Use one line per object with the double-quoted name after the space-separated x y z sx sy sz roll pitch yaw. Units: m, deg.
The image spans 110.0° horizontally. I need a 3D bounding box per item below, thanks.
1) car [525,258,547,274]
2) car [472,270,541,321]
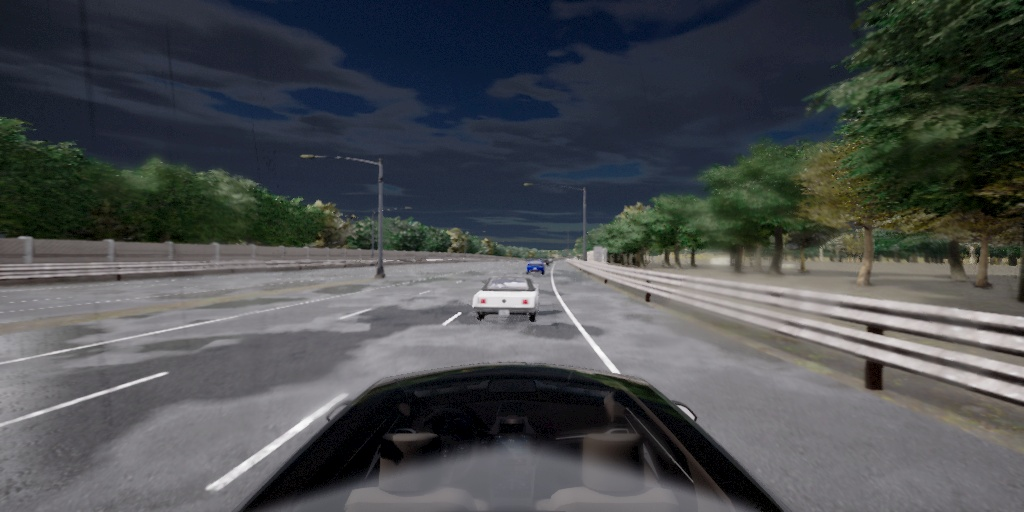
2.724 1.205 40.597 1.882 1.535 5.008 0 0 6 "car"
-0.033 1.337 12.509 1.895 1.301 4.718 0 0 5 "car"
